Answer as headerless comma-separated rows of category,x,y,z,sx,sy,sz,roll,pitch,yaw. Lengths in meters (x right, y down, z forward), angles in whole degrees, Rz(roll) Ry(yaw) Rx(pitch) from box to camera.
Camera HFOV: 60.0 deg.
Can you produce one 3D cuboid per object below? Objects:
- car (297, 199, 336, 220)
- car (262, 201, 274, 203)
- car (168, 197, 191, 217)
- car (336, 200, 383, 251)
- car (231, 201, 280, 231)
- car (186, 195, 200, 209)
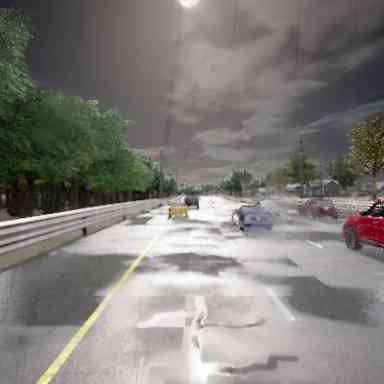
car,10.594,1.367,28.353,2.097,1.767,4.553,0,0,0
car,7.094,1.568,32.181,1.812,1.442,4.674,0,0,0
car,-1.232,1.491,31.016,1.801,1.575,5.366,0,0,0
car,7.097,1.203,10.893,2.150,2.045,5.566,0,0,0
car,3.594,1.524,20.434,2.033,1.411,5.357,0,0,0
car,-0.005,1.433,50.079,2.150,2.045,5.566,0,-1,0
